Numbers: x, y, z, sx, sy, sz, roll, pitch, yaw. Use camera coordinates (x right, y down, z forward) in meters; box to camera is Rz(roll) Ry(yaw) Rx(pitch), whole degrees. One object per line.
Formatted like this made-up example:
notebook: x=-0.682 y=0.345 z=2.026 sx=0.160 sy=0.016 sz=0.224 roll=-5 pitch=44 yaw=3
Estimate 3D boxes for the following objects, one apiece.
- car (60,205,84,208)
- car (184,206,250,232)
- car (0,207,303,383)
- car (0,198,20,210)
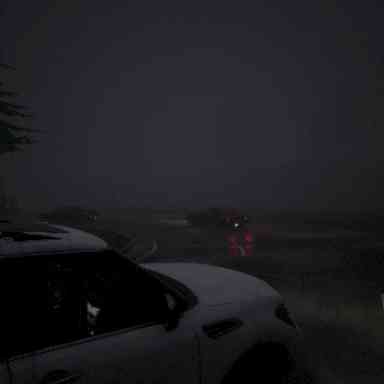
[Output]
car: x=-9.329 y=1.739 z=25.351 sx=4.674 sy=1.442 sz=1.812 roll=-1 pitch=-1 yaw=18
car: x=1.483 y=1.667 z=21.561 sx=1.895 sy=1.301 sz=4.718 roll=0 pitch=0 yaw=-31
car: x=-1.479 y=1.252 z=2.582 sx=5.566 sy=2.045 sz=2.150 roll=0 pitch=0 yaw=-38
car: x=-20.341 y=1.603 z=33.644 sx=5.566 sy=2.045 sz=2.150 roll=0 pitch=0 yaw=5
